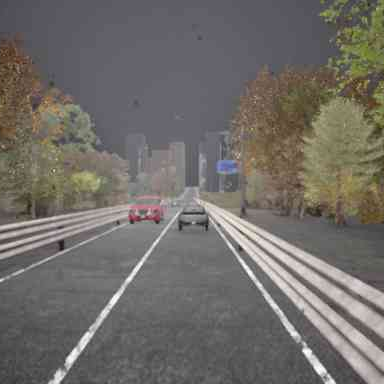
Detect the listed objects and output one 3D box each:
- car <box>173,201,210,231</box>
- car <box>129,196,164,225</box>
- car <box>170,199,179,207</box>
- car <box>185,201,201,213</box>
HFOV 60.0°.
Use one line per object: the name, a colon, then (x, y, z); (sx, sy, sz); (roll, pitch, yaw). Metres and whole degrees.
car: (0.098, 1.581, 21.375); (2.128, 1.511, 4.902); (0, 0, 0)
car: (-3.345, 1.347, 25.431); (2.150, 2.045, 5.566); (0, 0, 0)
car: (-3.272, 2.167, 66.075); (2.128, 1.511, 4.902); (0, -1, 0)
car: (0.101, 1.914, 43.004); (1.994, 1.385, 4.181); (0, -1, 0)
